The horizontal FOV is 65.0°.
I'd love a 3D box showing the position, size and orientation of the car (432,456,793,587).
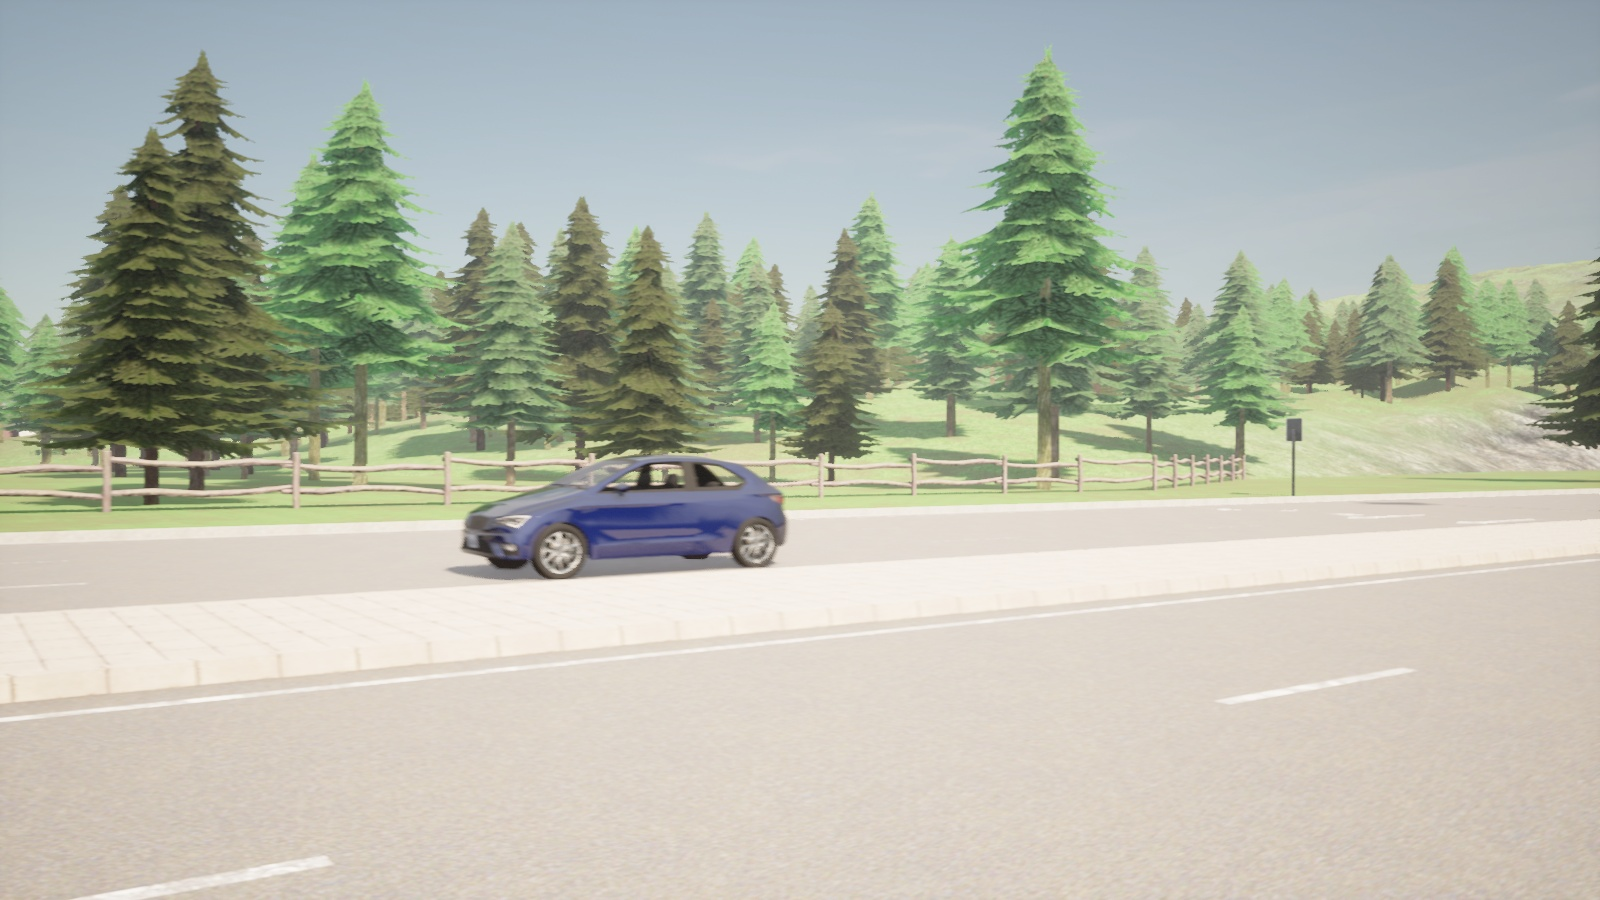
[{"bbox_3d":[-2.331,0.812,16.057,4.193,1.474,1.816,0,0,-35],"label":"car"}]
